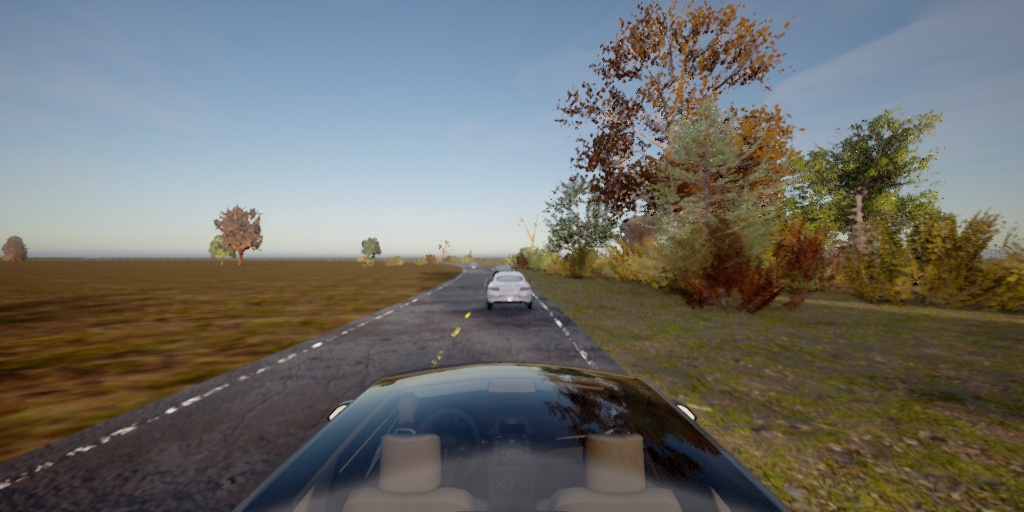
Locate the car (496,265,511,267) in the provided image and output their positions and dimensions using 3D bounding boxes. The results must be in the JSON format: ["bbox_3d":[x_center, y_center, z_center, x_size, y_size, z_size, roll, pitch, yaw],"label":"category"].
[{"bbox_3d":[-0.756,1.514,31.204,1.882,1.535,5.008,0,0,-3],"label":"car"}]

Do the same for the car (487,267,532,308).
[{"bbox_3d":[-0.119,1.413,15.826,1.812,1.442,4.674,0,0,-1],"label":"car"}]
